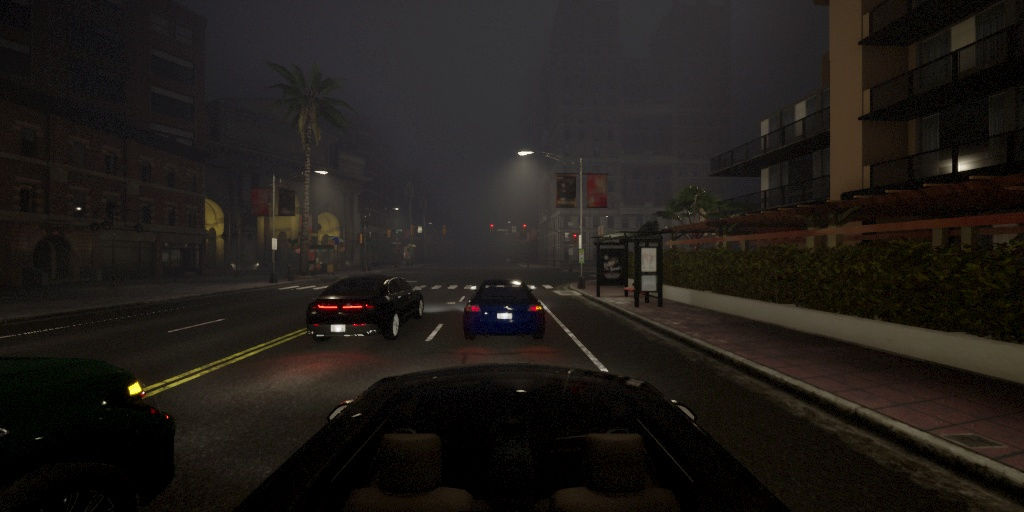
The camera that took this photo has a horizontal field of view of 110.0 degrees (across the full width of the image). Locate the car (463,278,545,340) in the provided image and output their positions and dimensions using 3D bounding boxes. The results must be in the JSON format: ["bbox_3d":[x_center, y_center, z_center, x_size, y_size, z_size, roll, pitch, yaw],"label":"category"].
[{"bbox_3d":[-0.236,1.314,10.035,1.994,1.385,4.181,0,0,-2],"label":"car"}]

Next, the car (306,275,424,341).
[{"bbox_3d":[-3.725,1.255,9.879,1.837,1.490,4.892,0,0,-3],"label":"car"}]
